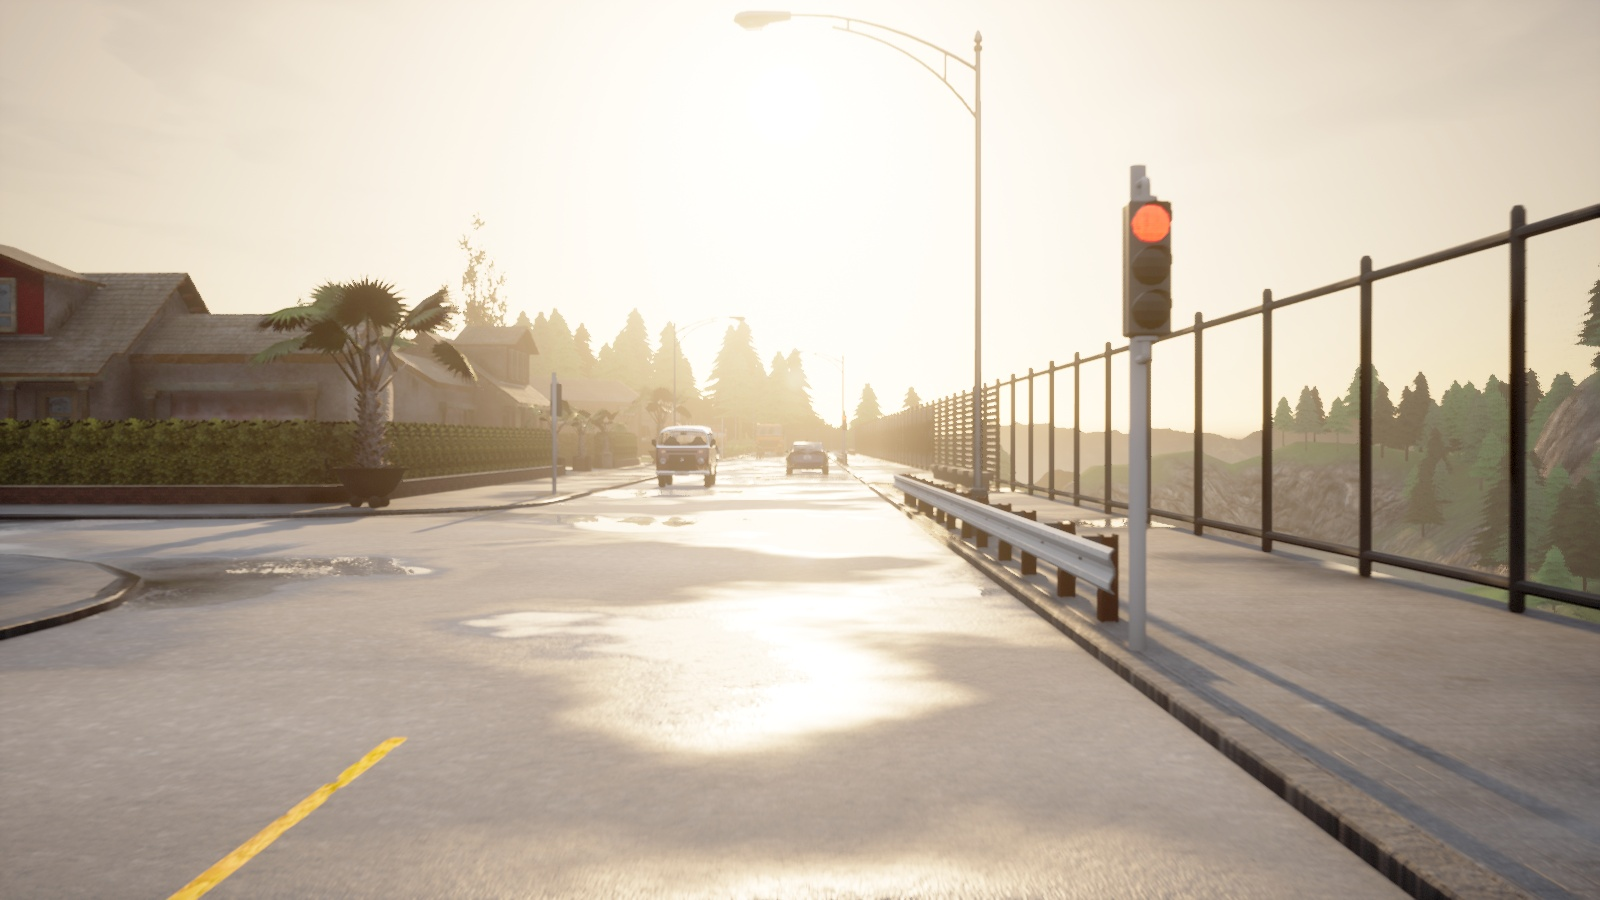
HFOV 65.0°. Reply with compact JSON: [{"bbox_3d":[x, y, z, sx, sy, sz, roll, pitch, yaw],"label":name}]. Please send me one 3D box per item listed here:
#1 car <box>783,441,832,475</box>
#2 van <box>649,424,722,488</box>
[{"bbox_3d":[0.345,0.336,58.162,2.163,1.488,4.792,0,0,0],"label":"car"},{"bbox_3d":[-3.772,0.170,42.008,2.069,2.038,4.480,0,0,0],"label":"van"}]
